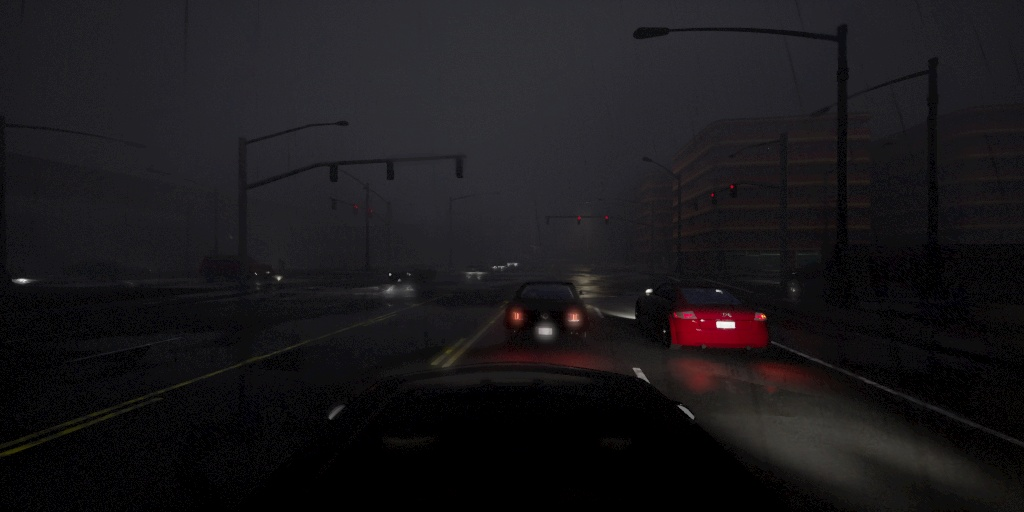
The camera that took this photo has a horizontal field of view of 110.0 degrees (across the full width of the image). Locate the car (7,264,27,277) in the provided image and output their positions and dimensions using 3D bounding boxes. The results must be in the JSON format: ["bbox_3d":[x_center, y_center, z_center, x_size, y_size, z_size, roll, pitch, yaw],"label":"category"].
[{"bbox_3d":[-47.300,1.351,33.384,4.718,1.301,1.895,0,0,26],"label":"car"}]

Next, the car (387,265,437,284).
[{"bbox_3d":[-7.283,1.332,26.623,1.895,1.301,4.718,-1,0,10],"label":"car"}]

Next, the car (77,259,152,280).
[{"bbox_3d":[-33.598,1.228,30.615,5.008,1.535,1.882,0,0,7],"label":"car"}]

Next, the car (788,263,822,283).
[{"bbox_3d":[23.398,1.276,27.514,4.674,1.442,1.812,0,0,6],"label":"car"}]

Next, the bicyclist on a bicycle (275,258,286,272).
[{"bbox_3d":[-26.263,1.053,40.776,0.582,1.620,1.656,0,0,7],"label":"bicyclist on a bicycle"}]

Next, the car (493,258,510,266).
[{"bbox_3d":[-2.010,0.989,60.764,1.994,1.385,4.181,0,1,8],"label":"car"}]

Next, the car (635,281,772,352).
[{"bbox_3d":[4.435,1.314,8.990,1.994,1.385,4.181,0,0,7],"label":"car"}]

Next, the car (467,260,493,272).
[{"bbox_3d":[-4.208,1.204,45.134,2.033,1.411,5.357,0,1,8],"label":"car"}]

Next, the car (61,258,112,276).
[{"bbox_3d":[-42.052,1.241,35.610,4.902,1.511,2.128,0,0,11],"label":"car"}]

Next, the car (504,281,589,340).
[{"bbox_3d":[1.035,1.351,10.003,1.895,1.301,4.718,0,0,8],"label":"car"}]

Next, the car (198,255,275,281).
[{"bbox_3d":[-22.403,0.971,29.250,5.566,2.045,2.150,0,0,7],"label":"car"}]
